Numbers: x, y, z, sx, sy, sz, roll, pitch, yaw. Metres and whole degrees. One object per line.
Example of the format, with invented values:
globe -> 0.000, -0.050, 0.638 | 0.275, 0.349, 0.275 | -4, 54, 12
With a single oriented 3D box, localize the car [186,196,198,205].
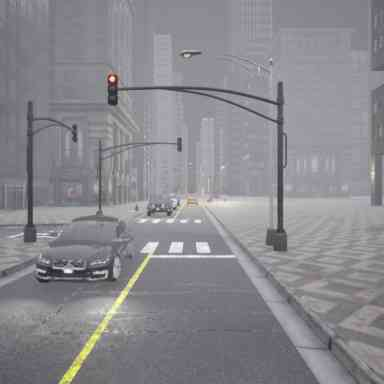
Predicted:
car -> 0.024, 1.489, 57.595 | 1.882, 1.535, 5.008 | 0, 0, 0

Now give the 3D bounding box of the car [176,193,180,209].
car -> -3.079, 1.224, 43.365 | 2.150, 2.045, 5.566 | 0, 0, 0

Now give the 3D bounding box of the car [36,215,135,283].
car -> -2.831, 1.504, 9.794 | 1.837, 1.490, 4.892 | 2, 0, -2

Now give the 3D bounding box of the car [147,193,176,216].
car -> -3.082, 1.221, 32.918 | 2.150, 2.045, 5.566 | 0, 0, 0
